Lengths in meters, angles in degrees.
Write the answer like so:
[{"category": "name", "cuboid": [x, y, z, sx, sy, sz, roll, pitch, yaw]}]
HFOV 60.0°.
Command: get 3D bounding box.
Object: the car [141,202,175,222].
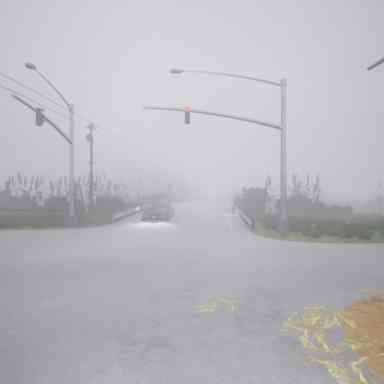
[{"category": "car", "cuboid": [-2.499, 1.455, 25.238, 1.994, 1.385, 4.181, 0, 3, 5]}]
